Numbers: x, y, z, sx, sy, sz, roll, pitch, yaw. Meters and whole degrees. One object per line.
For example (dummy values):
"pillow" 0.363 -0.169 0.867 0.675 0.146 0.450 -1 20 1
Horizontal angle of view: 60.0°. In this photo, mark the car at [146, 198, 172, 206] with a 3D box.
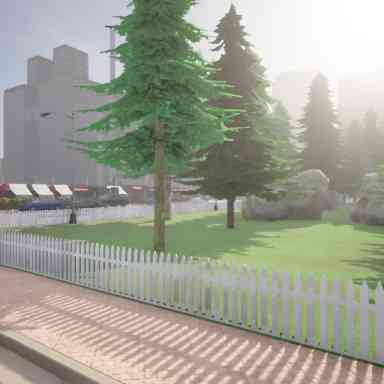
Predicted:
"car" -5.334 1.352 54.065 2.097 1.767 4.553 0 0 34

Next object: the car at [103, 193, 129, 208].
"car" -11.122 1.221 45.561 2.150 2.045 5.566 0 0 34

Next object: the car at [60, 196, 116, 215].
"car" -10.417 1.505 33.744 1.837 1.490 4.892 0 0 34

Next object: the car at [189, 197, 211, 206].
"car" 1.254 1.526 51.034 1.812 1.442 4.674 0 0 34

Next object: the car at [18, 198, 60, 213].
"car" -16.769 1.478 37.201 1.882 1.535 5.008 0 0 34
